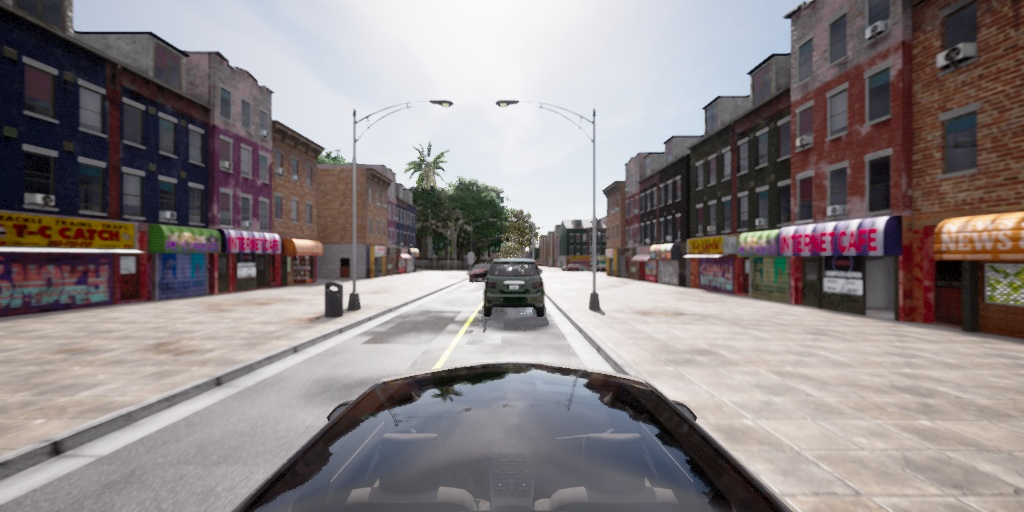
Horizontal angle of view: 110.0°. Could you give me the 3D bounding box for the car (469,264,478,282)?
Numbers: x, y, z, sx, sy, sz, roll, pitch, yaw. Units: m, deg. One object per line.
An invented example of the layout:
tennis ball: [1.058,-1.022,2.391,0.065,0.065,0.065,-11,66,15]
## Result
car: [-2.849,1.517,33.960,2.097,1.767,4.553,0,-1,0]

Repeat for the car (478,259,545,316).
car: [0.079,1.126,14.299,2.150,2.045,5.566,0,0,0]
